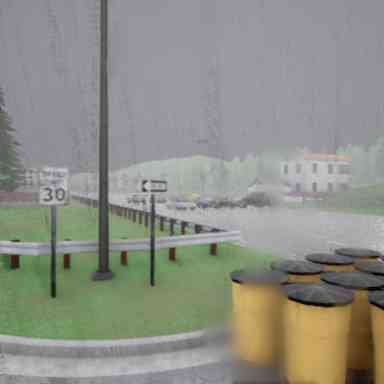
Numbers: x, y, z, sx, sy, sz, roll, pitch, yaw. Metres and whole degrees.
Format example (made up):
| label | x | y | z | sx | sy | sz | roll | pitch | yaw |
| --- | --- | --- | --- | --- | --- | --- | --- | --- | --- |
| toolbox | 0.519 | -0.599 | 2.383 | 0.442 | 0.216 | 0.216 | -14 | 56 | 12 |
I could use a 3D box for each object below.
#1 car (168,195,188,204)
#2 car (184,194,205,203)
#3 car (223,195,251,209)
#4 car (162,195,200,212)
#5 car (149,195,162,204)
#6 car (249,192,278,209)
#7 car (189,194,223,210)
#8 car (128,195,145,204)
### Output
| label | x | y | z | sx | sy | sz | roll | pitch | yaw |
| --- | --- | --- | --- | --- | --- | --- | --- | --- | --- |
| car | -2.453 | 1.164 | 55.686 | 1.994 | 1.385 | 4.181 | 0 | 0 | -24 |
| car | 0.374 | 1.072 | 57.952 | 1.882 | 1.535 | 5.008 | 0 | 0 | -24 |
| car | 4.615 | 1.264 | 39.575 | 1.812 | 1.442 | 4.674 | 0 | 0 | -24 |
| car | -1.289 | 1.346 | 35.647 | 1.895 | 1.301 | 4.718 | 0 | 0 | -24 |
| car | -5.672 | 1.162 | 54.313 | 1.994 | 1.385 | 4.181 | 0 | 0 | -24 |
| car | 8.109 | 0.967 | 40.358 | 2.150 | 2.045 | 5.566 | 0 | 0 | -24 |
| car | 1.385 | 1.262 | 38.225 | 1.812 | 1.442 | 4.674 | 0 | 0 | -24 |
| car | -8.915 | 1.160 | 52.993 | 1.994 | 1.385 | 4.181 | 0 | 0 | -24 |
